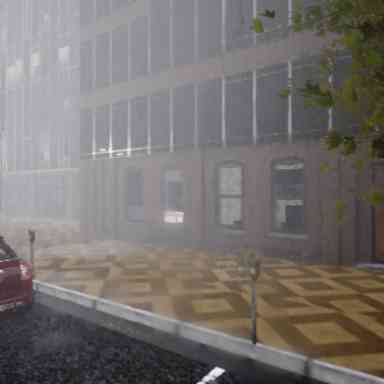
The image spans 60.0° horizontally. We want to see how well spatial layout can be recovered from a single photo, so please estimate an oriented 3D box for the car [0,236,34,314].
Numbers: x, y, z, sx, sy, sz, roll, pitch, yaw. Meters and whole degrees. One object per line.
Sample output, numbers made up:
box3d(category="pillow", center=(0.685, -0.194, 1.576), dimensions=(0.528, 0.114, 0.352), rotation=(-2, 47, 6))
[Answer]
box3d(category="car", center=(-4.872, 1.436, 6.351), dimensions=(4.097, 1.590, 1.967), rotation=(0, 0, 36))
